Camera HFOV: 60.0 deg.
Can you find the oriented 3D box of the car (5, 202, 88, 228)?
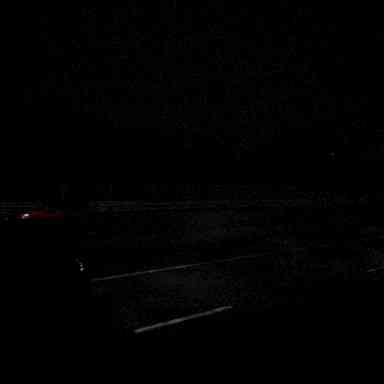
[{"bbox_3d":[-9.877,1.519,22.724,4.892,1.490,1.837,0,0,-35],"label":"car"}]

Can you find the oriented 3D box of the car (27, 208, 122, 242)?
[{"bbox_3d":[-5.927,1.580,16.942,4.181,1.385,1.994,0,0,-35],"label":"car"}]

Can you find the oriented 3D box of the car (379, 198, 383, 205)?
[{"bbox_3d":[27.109,1.801,43.733,4.718,1.301,1.895,0,0,-33],"label":"car"}]

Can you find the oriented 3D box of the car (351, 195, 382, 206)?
[{"bbox_3d":[24.394,1.409,46.140,5.566,2.045,2.150,0,0,-33],"label":"car"}]

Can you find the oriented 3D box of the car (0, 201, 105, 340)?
[{"bbox_3d":[-4.407,1.219,4.899,5.566,2.045,2.150,0,0,-36],"label":"car"}]

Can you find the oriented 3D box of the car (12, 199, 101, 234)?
[{"bbox_3d":[-7.994,1.367,19.766,4.553,1.767,2.097,0,0,-35],"label":"car"}]
